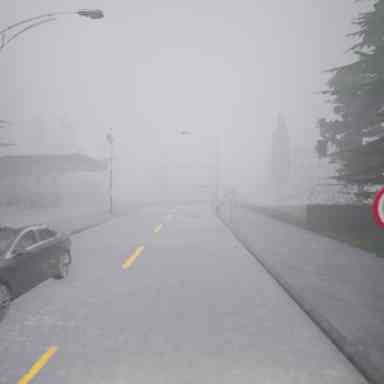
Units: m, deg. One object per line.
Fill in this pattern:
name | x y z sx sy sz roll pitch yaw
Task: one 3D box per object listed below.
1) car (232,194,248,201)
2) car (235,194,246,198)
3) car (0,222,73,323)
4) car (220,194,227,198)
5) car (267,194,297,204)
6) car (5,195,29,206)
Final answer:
car | 11.200 1.201 77.910 2.038 1.542 4.974 0 0 30
car | 11.174 1.044 77.864 1.853 1.218 4.536 0 0 30
car | -4.098 1.451 6.996 2.128 1.511 4.902 0 0 0
car | 8.404 0.956 78.255 3.633 1.501 1.845 0 0 11
car | 14.733 1.174 54.344 4.892 1.490 1.837 0 0 0
car | -23.879 1.149 45.333 1.845 1.501 3.633 0 0 0
